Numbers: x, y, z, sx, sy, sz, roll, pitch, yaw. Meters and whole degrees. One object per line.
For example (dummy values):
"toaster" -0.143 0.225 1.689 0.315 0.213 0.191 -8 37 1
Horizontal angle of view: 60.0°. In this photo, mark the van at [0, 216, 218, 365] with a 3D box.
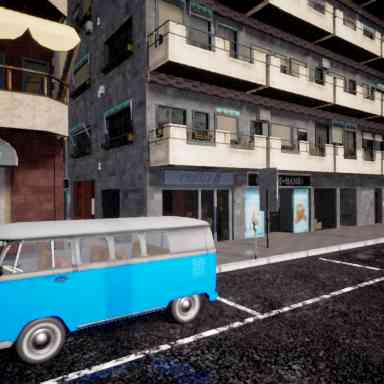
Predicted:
"van" -1.445 1.341 5.541 3.998 1.788 1.690 0 0 -36
